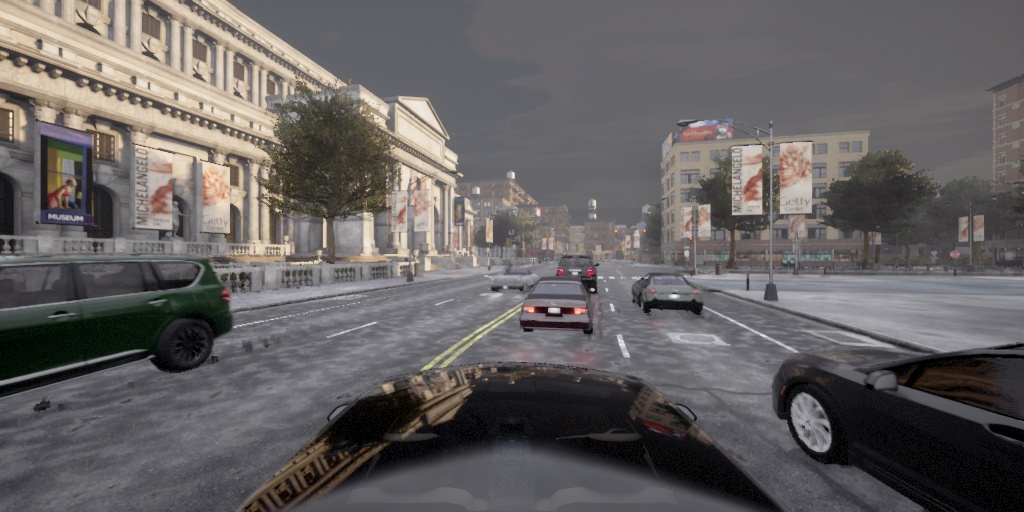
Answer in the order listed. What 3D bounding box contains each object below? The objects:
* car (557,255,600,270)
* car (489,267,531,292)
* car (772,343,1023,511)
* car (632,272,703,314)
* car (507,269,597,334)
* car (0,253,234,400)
[{"bbox_3d":[3.801,0.970,20.677,2.150,2.045,5.566,0,0,13],"label":"car"},{"bbox_3d":[0.170,1.350,21.094,1.895,1.301,4.718,0,0,14],"label":"car"},{"bbox_3d":[3.790,1.255,2.016,1.837,1.490,4.892,0,0,1],"label":"car"},{"bbox_3d":[5.840,1.314,13.894,1.994,1.385,4.181,0,0,12],"label":"car"},{"bbox_3d":[1.463,1.297,10.700,2.033,1.411,5.357,0,0,11],"label":"car"},{"bbox_3d":[-6.775,0.971,4.797,2.150,2.045,5.566,0,0,6],"label":"car"}]
